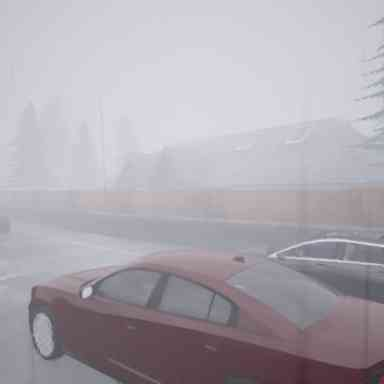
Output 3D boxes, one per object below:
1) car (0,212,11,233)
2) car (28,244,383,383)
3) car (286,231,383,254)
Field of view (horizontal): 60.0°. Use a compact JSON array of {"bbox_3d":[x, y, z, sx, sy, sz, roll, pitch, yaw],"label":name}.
[{"bbox_3d":[-11.948,1.576,18.918,4.181,1.385,1.994,0,0,44],"label":"car"},{"bbox_3d":[-0.137,1.485,4.218,5.008,1.535,1.882,0,0,36],"label":"car"},{"bbox_3d":[2.776,1.508,6.423,4.902,1.511,2.128,0,0,36],"label":"car"}]
